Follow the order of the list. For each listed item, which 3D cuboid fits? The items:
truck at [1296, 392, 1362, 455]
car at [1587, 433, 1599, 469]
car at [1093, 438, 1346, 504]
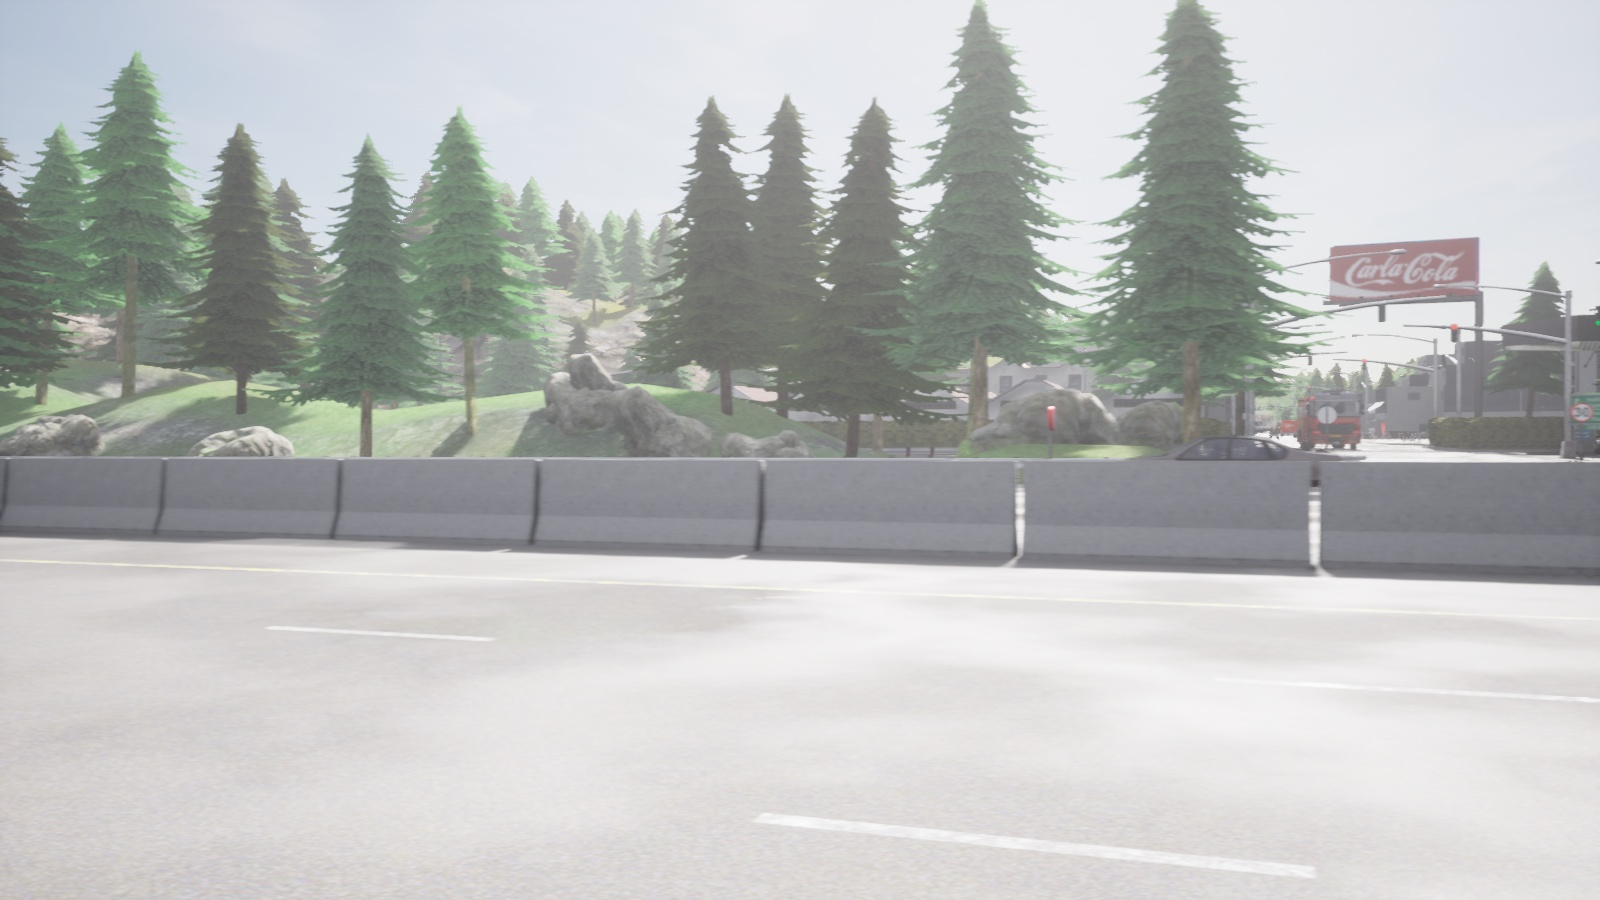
[{"bbox_3d":[34.031,-1.721,81.097,2.891,3.827,8.468,1,1,16],"label":"truck"},{"bbox_3d":[35.947,0.044,52.392,4.902,1.511,2.128,0,1,19],"label":"car"},{"bbox_3d":[9.587,0.447,29.060,5.357,1.411,2.033,0,1,16],"label":"car"}]
